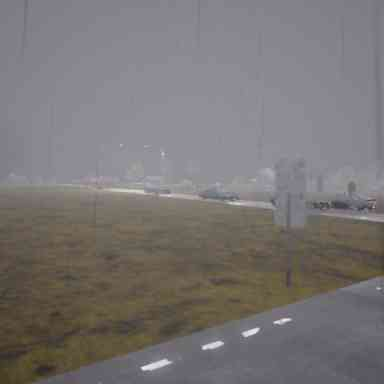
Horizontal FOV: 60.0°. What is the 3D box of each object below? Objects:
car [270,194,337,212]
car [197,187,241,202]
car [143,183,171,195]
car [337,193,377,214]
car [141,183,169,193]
[{"bbox_3d":[8.672,0.794,26.654,1.895,1.301,4.718,1,2,-35],"label":"car"},{"bbox_3d":[2.736,0.229,35.161,2.033,1.411,5.357,1,2,-35],"label":"car"},{"bbox_3d":[-4.567,-0.371,45.627,1.994,1.385,4.181,1,2,-35],"label":"car"},{"bbox_3d":[12.170,0.817,26.705,2.128,1.511,4.902,1,2,-34],"label":"car"},{"bbox_3d":[-5.910,-0.654,52.575,2.033,1.411,5.357,1,2,-34],"label":"car"}]
